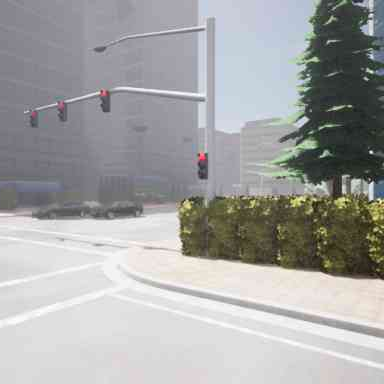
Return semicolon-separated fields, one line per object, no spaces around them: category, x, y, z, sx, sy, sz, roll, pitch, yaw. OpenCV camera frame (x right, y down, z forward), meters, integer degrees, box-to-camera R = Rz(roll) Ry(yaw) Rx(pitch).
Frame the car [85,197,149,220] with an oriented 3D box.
car;-6.353;1.476;28.629;1.882;1.535;5.008;0;0;35

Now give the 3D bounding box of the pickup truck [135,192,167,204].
pickup truck;-7.329;1.056;55.944;6.274;2.098;2.390;0;0;-24

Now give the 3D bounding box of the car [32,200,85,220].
car;-10.962;1.503;28.158;1.837;1.490;4.892;0;0;35
